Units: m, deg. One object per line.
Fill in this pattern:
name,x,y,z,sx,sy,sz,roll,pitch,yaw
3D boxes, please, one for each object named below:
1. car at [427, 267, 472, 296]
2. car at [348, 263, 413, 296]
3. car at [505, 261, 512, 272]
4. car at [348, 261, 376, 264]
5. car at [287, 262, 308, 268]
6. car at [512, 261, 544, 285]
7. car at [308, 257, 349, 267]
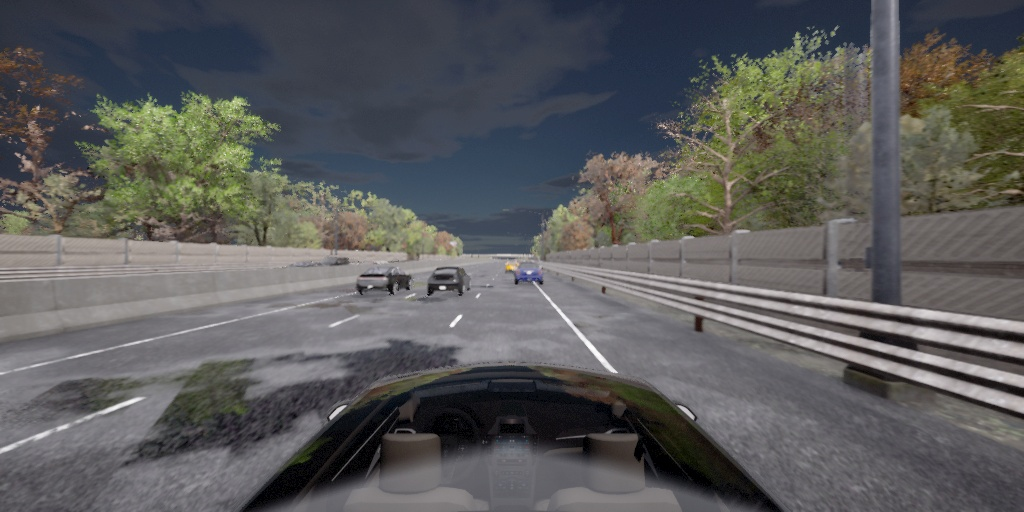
car,-3.399,1.326,19.994,1.837,1.490,4.892,0,0,0
car,-6.898,1.313,19.868,2.128,1.511,4.902,0,0,0
car,0.050,1.461,51.461,1.882,1.535,5.008,0,0,1
car,-17.563,1.421,43.606,1.882,1.535,5.008,0,-1,0
car,-24.562,1.429,42.308,2.128,1.511,4.902,0,0,0
car,1.225,1.211,27.641,2.097,1.767,4.553,0,0,0
car,-21.063,1.160,42.253,2.150,2.045,5.566,0,-1,0
